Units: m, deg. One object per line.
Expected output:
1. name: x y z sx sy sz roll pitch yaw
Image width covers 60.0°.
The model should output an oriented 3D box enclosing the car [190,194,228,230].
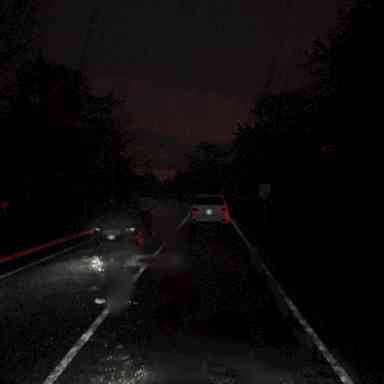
1. car: 1.064 1.125 20.596 2.150 2.045 5.566 0 0 3

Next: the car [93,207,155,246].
1. car: -2.878 1.428 14.923 2.128 1.511 4.902 0 0 4

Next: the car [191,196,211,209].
1. car: 1.121 1.317 42.261 2.128 1.511 4.902 0 0 -3
